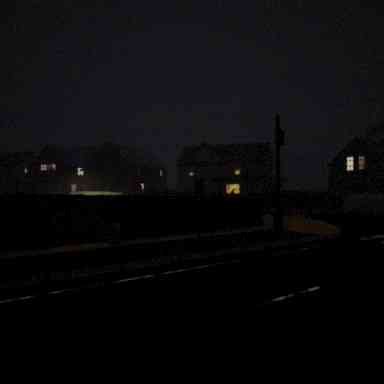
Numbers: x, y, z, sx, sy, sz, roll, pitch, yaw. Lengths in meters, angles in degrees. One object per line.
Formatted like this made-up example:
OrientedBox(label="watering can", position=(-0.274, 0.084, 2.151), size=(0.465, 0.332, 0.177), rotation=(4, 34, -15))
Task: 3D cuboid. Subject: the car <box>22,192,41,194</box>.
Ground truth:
OrientedBox(label="car", position=(-15.317, 0.780, 31.990), size=(4.902, 1.511, 2.128), rotation=(1, 1, 19))
